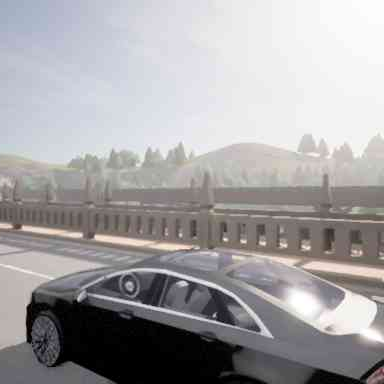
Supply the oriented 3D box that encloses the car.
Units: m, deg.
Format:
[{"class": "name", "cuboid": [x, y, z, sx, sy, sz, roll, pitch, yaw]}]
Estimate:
[{"class": "car", "cuboid": [-0.135, 1.486, 4.090, 4.902, 1.511, 2.128, 0, 0, 35]}]
